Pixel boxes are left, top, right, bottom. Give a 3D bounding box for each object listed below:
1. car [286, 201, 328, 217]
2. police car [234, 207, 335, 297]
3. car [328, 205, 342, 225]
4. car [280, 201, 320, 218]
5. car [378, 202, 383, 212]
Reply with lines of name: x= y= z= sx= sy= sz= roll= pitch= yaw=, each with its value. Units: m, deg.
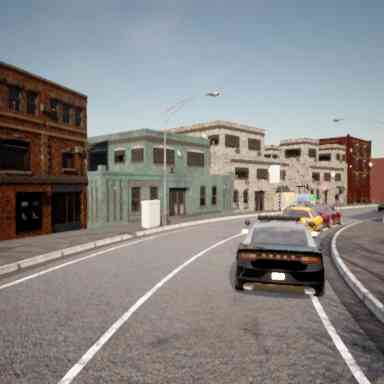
car: x=5.796 y=1.464 z=17.656 sx=1.801 sy=1.575 sz=5.366 roll=1 pitch=0 yaw=28
police car: x=2.323 y=1.424 z=8.912 sx=1.930 sy=1.638 sz=5.238 roll=0 pitch=0 yaw=15
car: x=8.689 y=1.548 z=22.248 sx=1.812 sy=1.442 sz=4.674 roll=1 pitch=0 yaw=36
car: x=10.130 y=1.550 z=31.042 sx=1.994 sy=1.385 sz=4.181 roll=1 pitch=1 yaw=42
car: x=24.047 y=1.667 z=40.147 sx=4.181 sy=1.385 sz=1.994 roll=0 pitch=1 yaw=-44
